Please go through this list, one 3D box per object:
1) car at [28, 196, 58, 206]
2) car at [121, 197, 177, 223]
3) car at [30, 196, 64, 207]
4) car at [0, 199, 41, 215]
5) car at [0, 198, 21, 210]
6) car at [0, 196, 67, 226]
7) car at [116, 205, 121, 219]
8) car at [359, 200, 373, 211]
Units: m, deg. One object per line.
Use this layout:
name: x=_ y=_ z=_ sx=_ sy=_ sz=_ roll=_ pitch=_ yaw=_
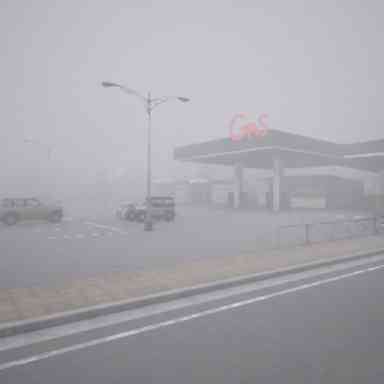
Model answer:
car: x=-26.317 y=1.558 z=58.613 sx=4.514 sy=1.523 sz=2.007 roll=0 pitch=0 yaw=-36
car: x=-2.985 y=1.292 z=25.238 sx=3.866 sy=1.878 sz=1.905 roll=0 pitch=0 yaw=-36
car: x=-24.445 y=1.549 z=56.095 sx=5.027 sy=1.636 sz=2.152 roll=0 pitch=0 yaw=-36
car: x=-17.979 y=1.501 z=33.854 sx=4.514 sy=1.523 sz=2.007 roll=0 pitch=0 yaw=-36
car: x=-23.772 y=1.523 z=41.997 sx=3.633 sy=1.501 sz=1.845 roll=0 pitch=0 yaw=-36
car: x=-11.293 y=1.298 z=23.320 sx=4.605 sy=1.855 sz=1.932 roll=0 pitch=0 yaw=-36
car: x=-4.427 y=1.578 z=28.295 sx=3.806 sy=1.475 sz=1.970 roll=0 pitch=0 yaw=-36
car: x=24.955 y=1.758 z=44.620 sx=2.242 sy=1.667 sz=4.611 roll=0 pitch=0 yaw=-36
